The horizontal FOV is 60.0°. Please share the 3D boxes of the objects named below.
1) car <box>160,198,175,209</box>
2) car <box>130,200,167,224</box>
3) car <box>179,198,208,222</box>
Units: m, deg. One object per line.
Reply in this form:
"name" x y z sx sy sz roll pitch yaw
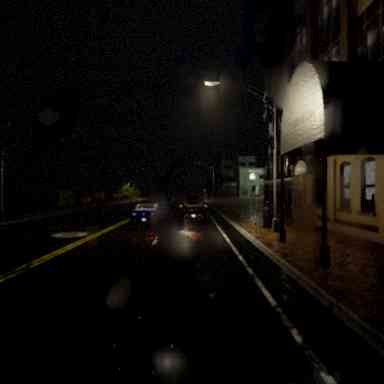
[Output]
"car" -3.132 1.394 40.957 1.994 1.385 4.181 0 0 0
"car" -3.141 1.502 23.934 1.895 1.301 4.718 0 0 0
"car" 0.109 1.399 25.159 1.837 1.490 4.892 0 0 0
